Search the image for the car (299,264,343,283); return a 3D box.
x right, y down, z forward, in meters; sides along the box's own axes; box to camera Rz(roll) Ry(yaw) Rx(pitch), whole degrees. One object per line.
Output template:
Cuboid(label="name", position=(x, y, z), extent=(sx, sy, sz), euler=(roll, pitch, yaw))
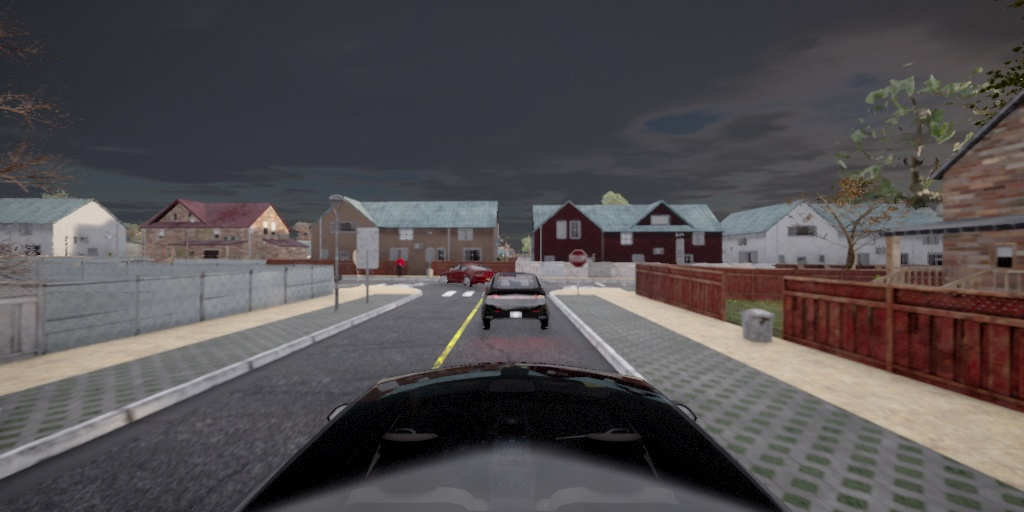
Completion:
Cuboid(label="car", position=(-13.769, 1.236, 24.226), extent=(4.181, 1.385, 1.994), euler=(1, 0, 2))

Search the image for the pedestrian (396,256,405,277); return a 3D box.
Cuboid(label="pedestrian", position=(-9.370, 0.861, 29.986), extent=(0.375, 1.860, 0.375), euler=(0, -1, 1))

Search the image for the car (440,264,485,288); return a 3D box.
Cuboid(label="car", position=(-3.039, 1.257, 24.500), extent=(1.882, 1.535, 5.008), euler=(2, -1, -39))

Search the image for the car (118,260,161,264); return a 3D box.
Cuboid(label="car", position=(-24.996, 1.063, 24.463), extent=(4.892, 1.490, 1.837), euler=(0, 0, 1))

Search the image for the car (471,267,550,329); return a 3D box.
Cuboid(label="car", position=(0.096, 1.260, 11.369), extent=(2.128, 1.511, 4.902), euler=(0, 0, 0))
